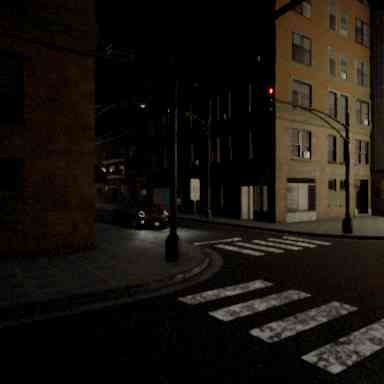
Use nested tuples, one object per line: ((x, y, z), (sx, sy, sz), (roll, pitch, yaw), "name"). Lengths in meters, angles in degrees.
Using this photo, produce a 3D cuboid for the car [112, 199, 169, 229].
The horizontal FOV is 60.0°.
((-3.294, 1.247, 20.825), (2.097, 1.767, 4.553), (0, 0, -35), "car")
